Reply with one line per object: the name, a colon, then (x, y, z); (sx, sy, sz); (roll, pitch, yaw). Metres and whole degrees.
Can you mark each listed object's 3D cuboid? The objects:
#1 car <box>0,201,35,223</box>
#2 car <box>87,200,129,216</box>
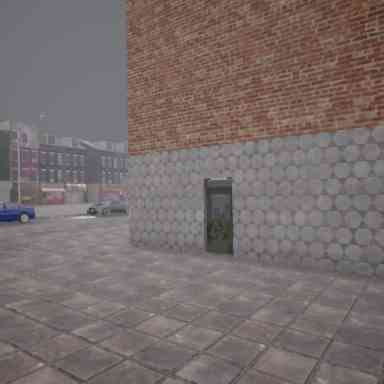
car: (-13.220, 1.430, 22.441); (1.882, 1.535, 5.008); (-2, 0, 35)
car: (-7.532, 1.411, 30.512); (1.994, 1.385, 4.181); (-2, 0, 35)
